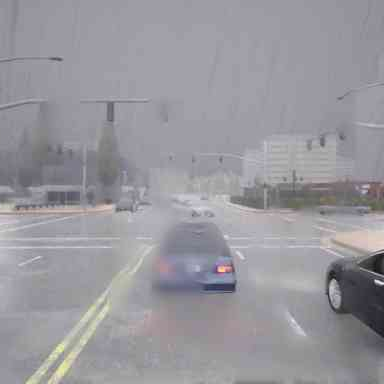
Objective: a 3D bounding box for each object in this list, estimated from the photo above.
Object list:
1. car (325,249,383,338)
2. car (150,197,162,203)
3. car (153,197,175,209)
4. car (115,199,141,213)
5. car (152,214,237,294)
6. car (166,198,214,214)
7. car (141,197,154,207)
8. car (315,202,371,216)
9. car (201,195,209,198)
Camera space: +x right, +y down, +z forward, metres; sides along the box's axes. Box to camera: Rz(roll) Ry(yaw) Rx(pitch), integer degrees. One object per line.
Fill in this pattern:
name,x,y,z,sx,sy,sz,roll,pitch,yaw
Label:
car,3.548,1.505,4.706,1.837,1.490,4.892,0,0,0
car,-7.209,1.600,67.492,1.895,1.301,4.718,0,0,0
car,-3.735,1.503,45.354,1.837,1.490,4.892,0,1,0
car,-7.211,1.506,36.849,1.837,1.490,4.892,0,0,0
car,0.055,1.547,8.952,2.033,1.411,5.357,0,0,0
car,-0.037,1.526,29.122,1.812,1.442,4.674,-1,0,-37
car,-7.250,1.504,52.067,1.837,1.490,4.892,0,0,0
car,14.351,1.601,31.871,4.718,1.301,1.895,0,0,1
car,3.245,1.553,84.630,1.994,1.385,4.181,0,0,0
